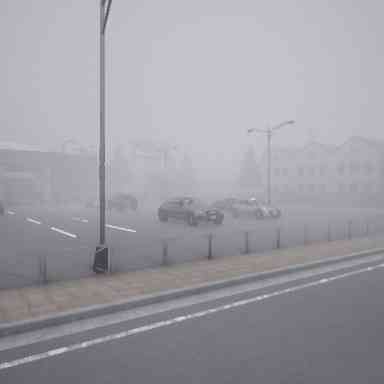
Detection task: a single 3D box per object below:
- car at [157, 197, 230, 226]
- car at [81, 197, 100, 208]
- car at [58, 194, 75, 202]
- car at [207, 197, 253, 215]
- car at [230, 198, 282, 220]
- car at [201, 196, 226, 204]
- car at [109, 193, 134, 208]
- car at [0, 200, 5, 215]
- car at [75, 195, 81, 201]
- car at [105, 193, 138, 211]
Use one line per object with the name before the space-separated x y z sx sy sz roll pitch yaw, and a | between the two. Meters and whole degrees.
car | -0.238 1.166 21.098 2.152 1.636 5.027 0 0 -36
car | -12.735 1.373 43.953 1.970 1.475 3.806 0 0 -36
car | -28.976 1.491 73.382 4.611 1.667 2.242 0 0 -36
car | 3.685 1.310 32.954 2.007 1.523 4.514 0 0 -36
car | 4.798 1.244 25.089 1.970 1.475 3.806 0 0 -36
car | 3.813 1.476 59.431 1.895 1.301 4.718 0 0 -35
car | -9.674 1.089 45.386 1.905 1.878 3.866 0 0 -36
car | -18.333 1.310 30.417 2.007 1.523 4.514 0 0 -36
car | -28.733 1.324 80.510 3.866 1.878 1.905 0 0 -36
car | -7.780 1.109 37.072 1.932 1.855 4.605 0 0 -36
